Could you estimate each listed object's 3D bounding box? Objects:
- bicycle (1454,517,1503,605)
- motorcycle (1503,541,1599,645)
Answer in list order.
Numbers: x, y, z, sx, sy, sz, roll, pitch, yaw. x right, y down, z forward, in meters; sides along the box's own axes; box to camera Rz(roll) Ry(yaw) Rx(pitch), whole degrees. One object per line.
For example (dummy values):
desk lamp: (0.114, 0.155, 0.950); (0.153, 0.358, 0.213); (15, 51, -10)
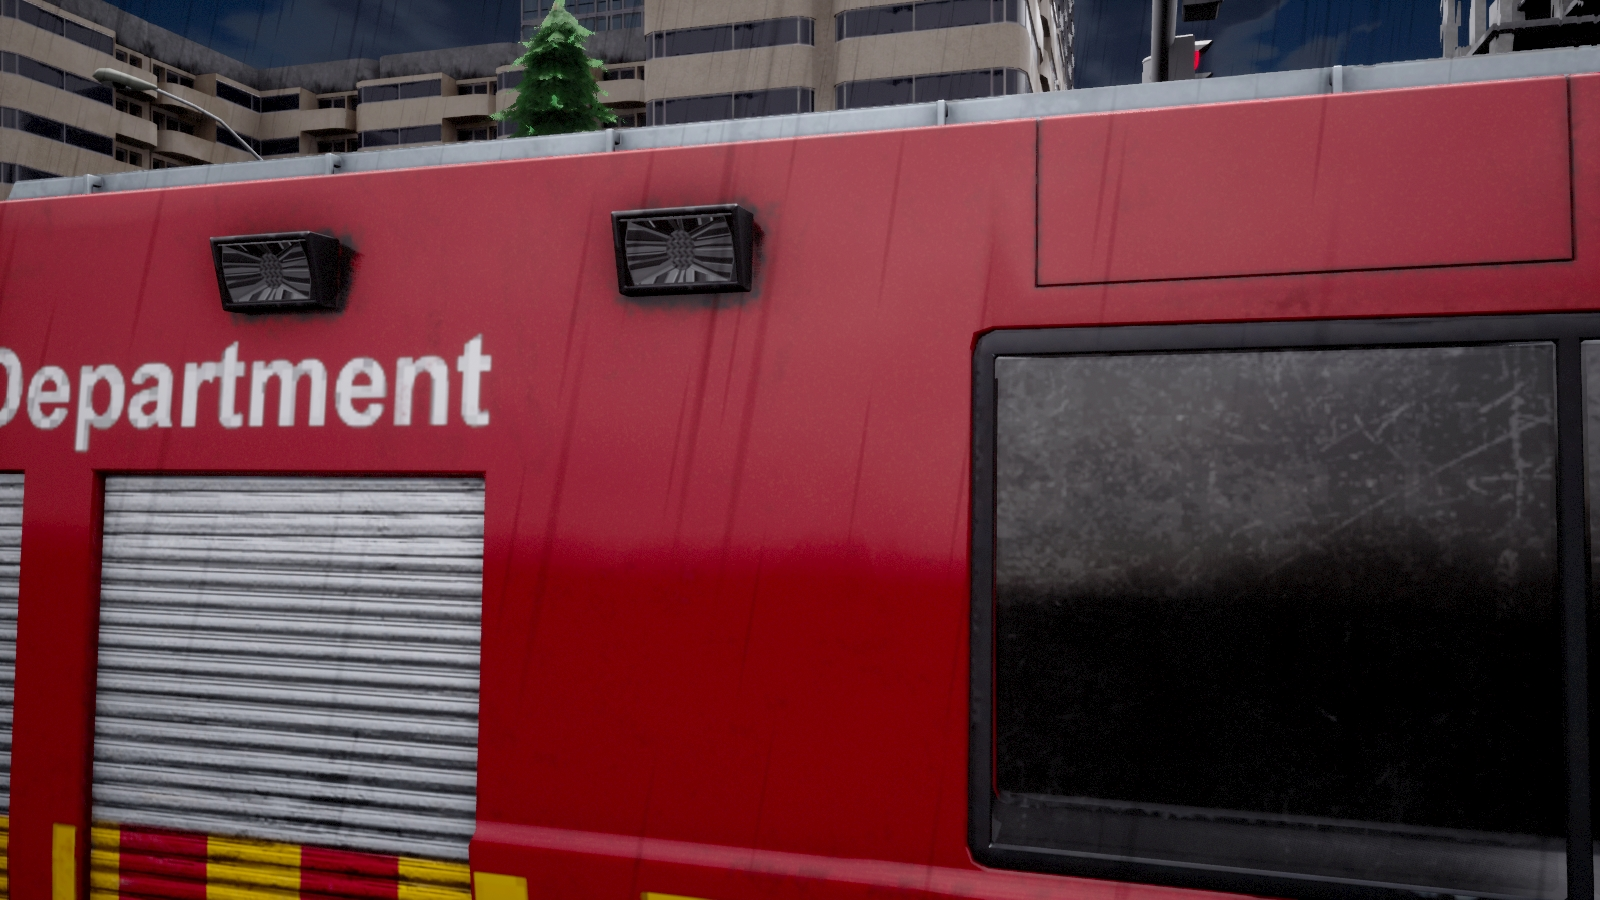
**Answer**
bicycle: (12.788, 2.060, 21.569); (0.329, 1.471, 1.835); (0, 0, 16)
motorcycle: (11.678, 2.155, 17.664); (0.764, 1.307, 2.356); (0, 0, 16)
